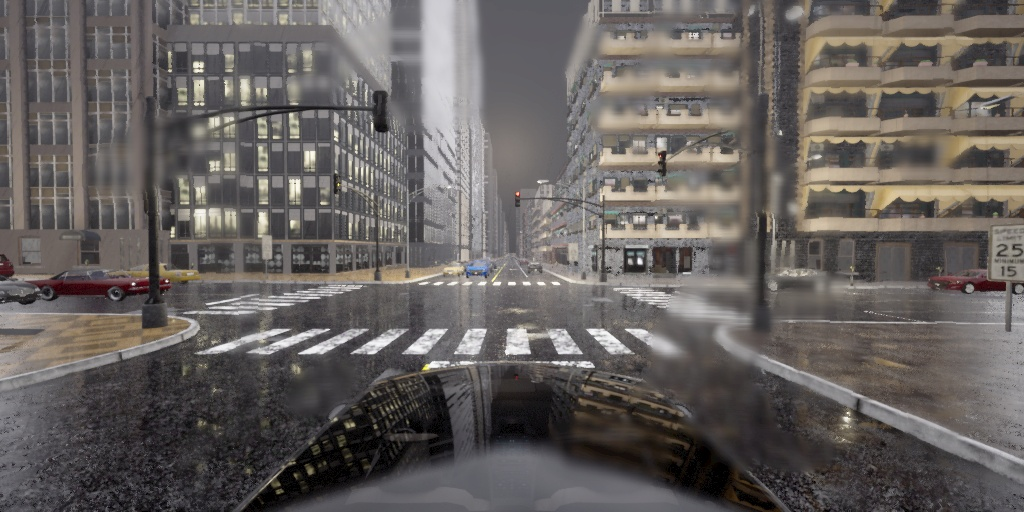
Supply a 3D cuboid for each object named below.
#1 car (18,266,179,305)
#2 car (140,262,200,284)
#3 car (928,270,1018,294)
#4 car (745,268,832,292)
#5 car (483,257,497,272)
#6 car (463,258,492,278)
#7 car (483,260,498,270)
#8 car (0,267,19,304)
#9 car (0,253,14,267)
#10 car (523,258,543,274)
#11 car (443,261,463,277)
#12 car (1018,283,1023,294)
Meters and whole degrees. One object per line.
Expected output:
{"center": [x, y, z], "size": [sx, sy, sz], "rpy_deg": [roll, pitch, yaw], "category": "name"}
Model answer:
{"center": [-18.052, 1.231, 15.833], "size": [4.718, 1.301, 1.895], "rpy_deg": [0, 1, 1], "category": "car"}
{"center": [-21.707, 1.029, 21.641], "size": [4.829, 1.417, 1.751], "rpy_deg": [0, 0, 1], "category": "car"}
{"center": [27.336, 1.462, 21.085], "size": [4.507, 1.381, 1.888], "rpy_deg": [0, 0, 1], "category": "car"}
{"center": [16.270, 1.376, 21.218], "size": [4.403, 1.370, 2.007], "rpy_deg": [0, 0, 1], "category": "car"}
{"center": [-3.174, 1.230, 43.318], "size": [2.128, 1.511, 4.902], "rpy_deg": [0, 0, 0], "category": "car"}
{"center": [-3.155, 1.218, 33.627], "size": [1.882, 1.535, 5.008], "rpy_deg": [0, 0, -1], "category": "car"}
{"center": [-3.192, 1.337, 53.608], "size": [1.895, 1.301, 4.718], "rpy_deg": [0, 0, 0], "category": "car"}
{"center": [-20.310, 1.204, 13.310], "size": [4.403, 1.370, 2.007], "rpy_deg": [0, 0, 1], "category": "car"}
{"center": [-33.654, 0.712, 21.822], "size": [5.009, 1.841, 2.192], "rpy_deg": [0, 0, 1], "category": "car"}
{"center": [2.610, 1.289, 41.662], "size": [2.007, 1.370, 4.403], "rpy_deg": [0, 0, 0], "category": "car"}
{"center": [-5.759, 1.265, 35.821], "size": [1.751, 1.417, 4.829], "rpy_deg": [0, 0, 0], "category": "car"}
{"center": [21.694, 1.576, 12.773], "size": [4.313, 1.339, 1.948], "rpy_deg": [0, 0, 1], "category": "car"}
